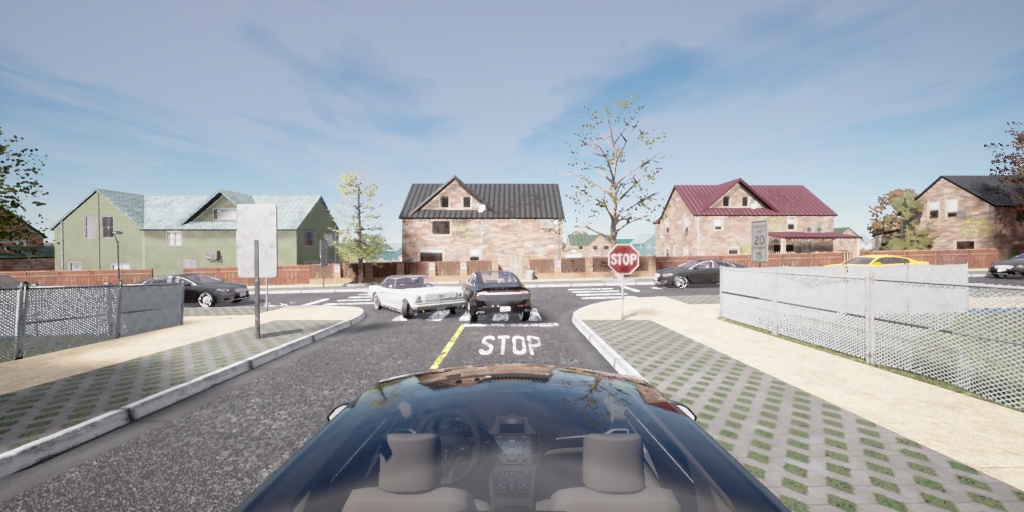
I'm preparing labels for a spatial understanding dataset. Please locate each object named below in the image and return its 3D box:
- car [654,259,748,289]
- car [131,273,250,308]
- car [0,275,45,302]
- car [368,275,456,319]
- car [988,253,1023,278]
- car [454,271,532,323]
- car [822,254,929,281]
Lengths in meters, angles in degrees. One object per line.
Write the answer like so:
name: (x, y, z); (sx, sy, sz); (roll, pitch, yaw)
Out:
car: (10.325, 0.926, 19.630); (4.902, 1.511, 2.128); (-1, 1, 0)
car: (-14.906, 1.567, 16.571); (4.902, 1.511, 2.128); (-1, 1, 0)
car: (-24.244, 1.648, 16.528); (4.553, 1.767, 2.097); (-1, 1, 0)
car: (-3.605, 1.368, 13.078); (1.895, 1.301, 4.718); (0, 0, -38)
car: (29.380, 0.479, 19.707); (4.902, 1.511, 2.128); (-1, 1, 0)
car: (-0.690, 1.243, 12.219); (2.128, 1.511, 4.902); (0, 0, -12)
car: (19.756, 0.691, 19.669); (5.008, 1.535, 1.882); (-1, 1, -1)
